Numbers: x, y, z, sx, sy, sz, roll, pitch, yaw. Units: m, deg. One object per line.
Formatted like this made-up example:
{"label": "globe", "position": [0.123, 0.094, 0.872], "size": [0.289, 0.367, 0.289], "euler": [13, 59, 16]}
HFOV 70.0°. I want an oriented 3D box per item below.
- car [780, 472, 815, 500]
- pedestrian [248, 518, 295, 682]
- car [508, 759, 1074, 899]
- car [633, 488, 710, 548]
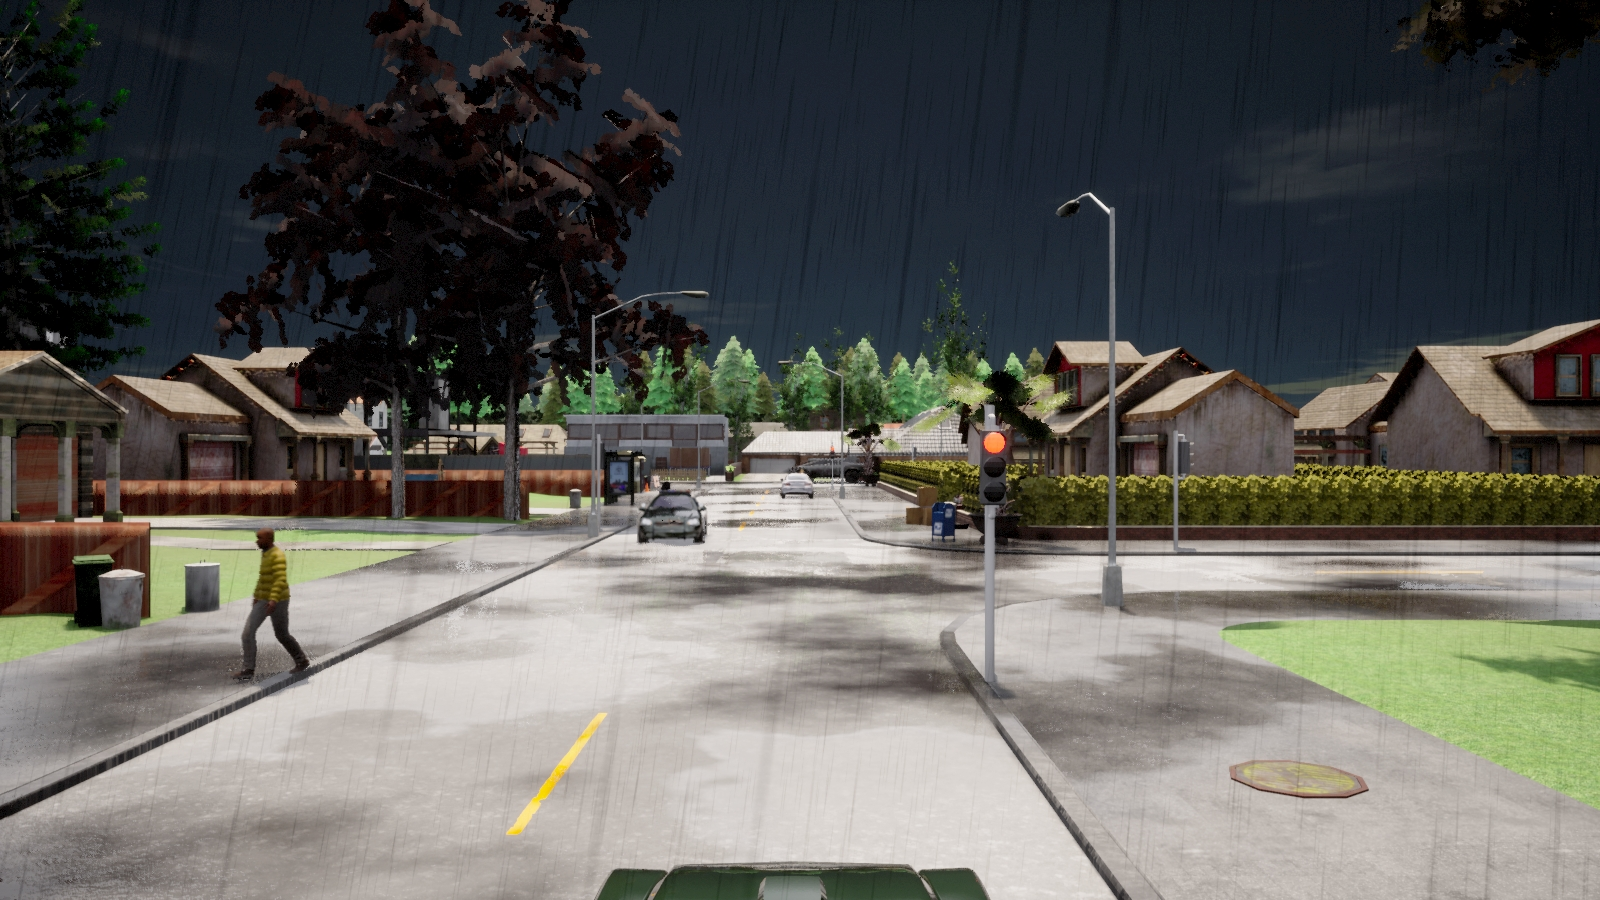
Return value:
{"label": "car", "position": [-0.164, 2.081, 66.907], "size": [2.002, 1.442, 4.674], "euler": [0, 0, 0]}
{"label": "pedestrian", "position": [-6.228, 1.746, 13.456], "size": [0.375, 1.860, 0.375], "euler": [0, 0, 38]}
{"label": "car", "position": [-0.028, 2.155, 3.193], "size": [1.895, 1.301, 4.718], "euler": [0, 0, 0]}
{"label": "car", "position": [-3.900, 2.038, 35.424], "size": [2.038, 1.542, 4.974], "euler": [0, 0, -3]}
